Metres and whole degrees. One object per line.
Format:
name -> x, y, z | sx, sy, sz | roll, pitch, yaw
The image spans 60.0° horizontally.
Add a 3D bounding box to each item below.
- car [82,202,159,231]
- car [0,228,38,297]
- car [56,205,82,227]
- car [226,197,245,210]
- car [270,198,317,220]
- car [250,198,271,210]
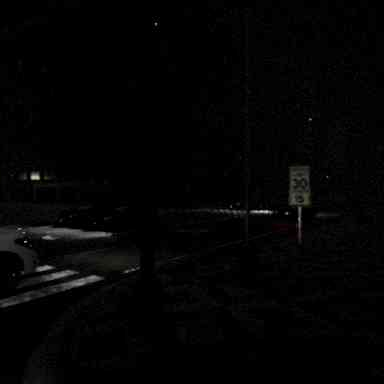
car -> -3.934, 1.409, 20.030 | 1.812, 1.442, 4.674 | 0, 0, 35
car -> -5.792, 1.187, 5.974 | 2.150, 2.045, 5.566 | 0, 0, 35
car -> -6.567, 1.421, 21.936 | 1.812, 1.442, 4.674 | 0, 0, 35
car -> 5.756, 1.349, 39.324 | 1.812, 1.442, 4.674 | 0, 0, 35
car -> 8.188, 1.309, 25.735 | 2.128, 1.511, 4.902 | 0, 0, 35
car -> 8.634, 1.373, 37.756 | 1.994, 1.385, 4.181 | 0, 0, 36
